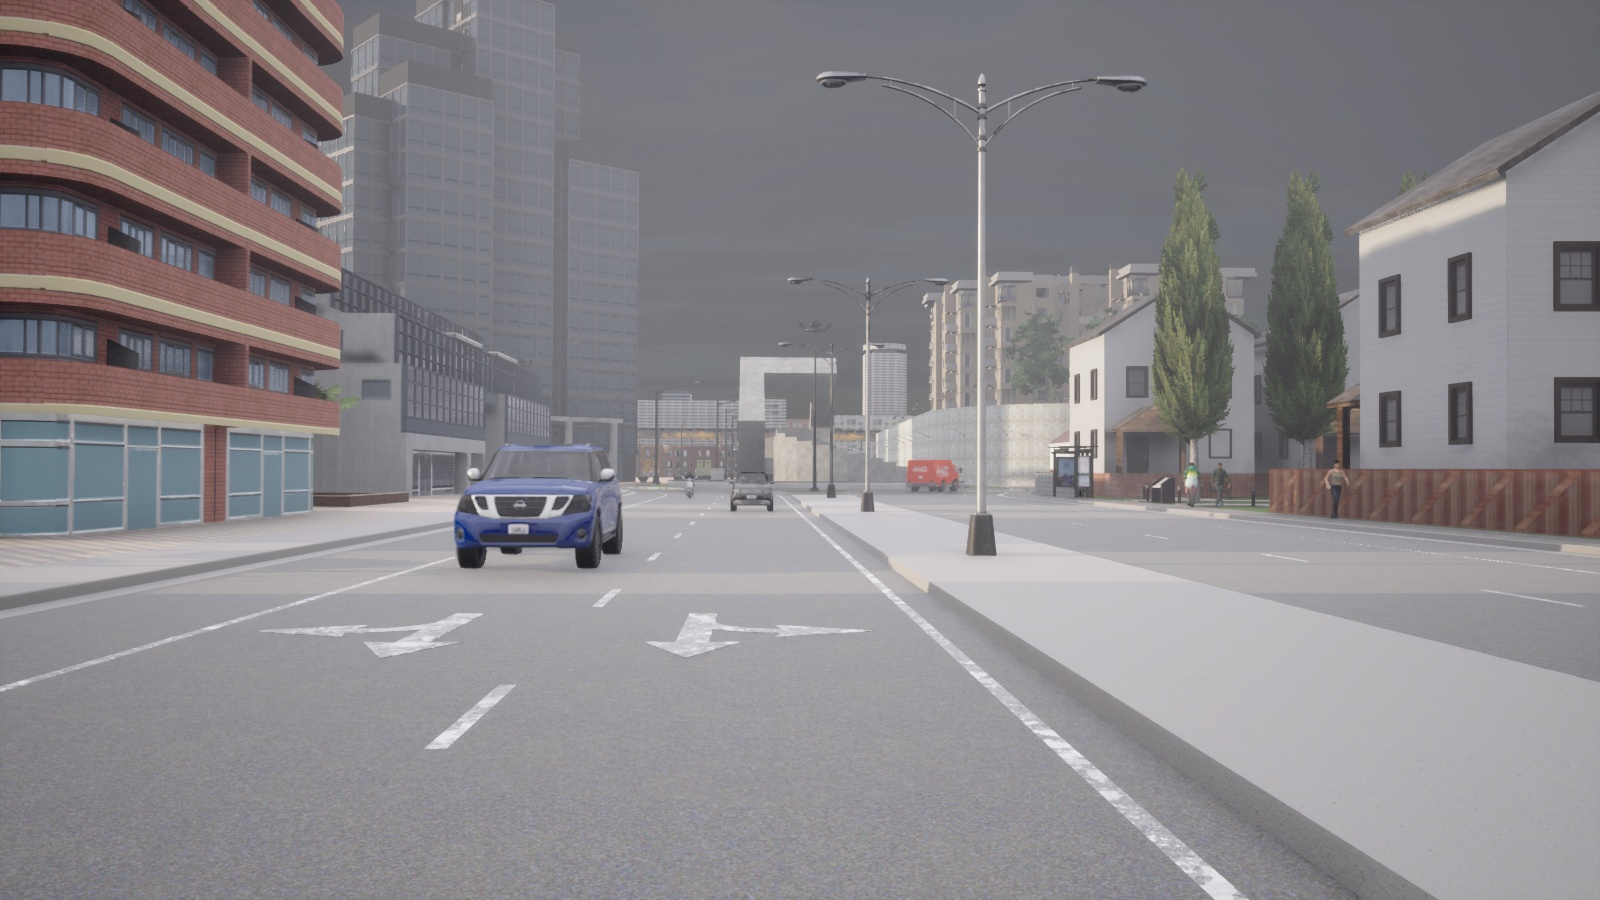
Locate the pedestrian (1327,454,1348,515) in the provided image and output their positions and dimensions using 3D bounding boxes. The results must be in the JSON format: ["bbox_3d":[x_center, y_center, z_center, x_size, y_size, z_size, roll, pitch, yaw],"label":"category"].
[{"bbox_3d":[16.346,1.044,38.212,0.345,1.836,0.594,0,-1,-1],"label":"pedestrian"}]

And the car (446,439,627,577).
[{"bbox_3d":[-4.322,0.912,21.573,2.150,2.045,5.566,0,-1,-2],"label":"car"}]

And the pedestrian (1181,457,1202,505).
[{"bbox_3d":[15.979,1.262,51.277,0.659,1.952,0.873,0,-1,8],"label":"pedestrian"}]

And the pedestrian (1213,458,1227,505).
[{"bbox_3d":[16.602,1.237,49.639,0.353,1.847,0.614,0,-1,-1],"label":"pedestrian"}]

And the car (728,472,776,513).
[{"bbox_3d":[-1.861,1.621,48.995,1.789,1.549,3.705,0,-1,-2],"label":"car"}]

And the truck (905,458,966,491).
[{"bbox_3d":[10.445,1.899,96.288,2.627,2.467,5.204,-1,-1,32],"label":"truck"}]
